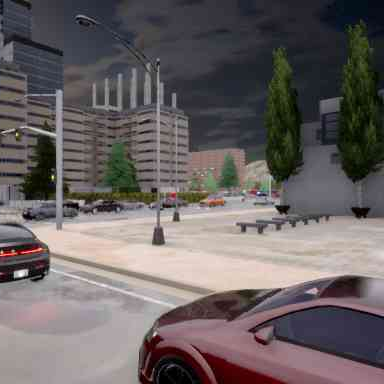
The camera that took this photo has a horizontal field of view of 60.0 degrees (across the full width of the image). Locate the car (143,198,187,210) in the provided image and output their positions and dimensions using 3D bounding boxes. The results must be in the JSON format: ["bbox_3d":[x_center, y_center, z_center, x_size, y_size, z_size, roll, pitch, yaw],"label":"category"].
[{"bbox_3d":[-3.365,1.491,42.281,2.128,1.511,4.902,0,0,40],"label":"car"}]

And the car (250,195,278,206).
[{"bbox_3d":[11.949,1.601,54.645,1.895,1.301,4.718,0,0,40],"label":"car"}]

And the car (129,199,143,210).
[{"bbox_3d":[-8.268,1.601,41.909,1.895,1.301,4.718,0,0,40],"label":"car"}]

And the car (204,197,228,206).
[{"bbox_3d":[4.072,1.564,56.426,1.994,1.385,4.181,0,0,41],"label":"car"}]

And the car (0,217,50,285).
[{"bbox_3d":[-5.535,1.505,8.714,4.892,1.490,1.837,0,0,40],"label":"car"}]

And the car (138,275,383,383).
[{"bbox_3d":[1.446,1.564,3.208,4.181,1.385,1.994,0,0,37],"label":"car"}]

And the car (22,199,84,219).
[{"bbox_3d":[-11.433,1.564,27.028,1.994,1.385,4.181,0,0,40],"label":"car"}]

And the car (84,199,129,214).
[{"bbox_3d":[-9.446,1.505,35.102,1.837,1.490,4.892,0,0,40],"label":"car"}]

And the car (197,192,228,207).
[{"bbox_3d":[3.035,1.352,49.817,2.097,1.767,4.553,0,0,40],"label":"car"}]

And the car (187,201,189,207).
[{"bbox_3d":[-2.402,1.564,48.825,1.994,1.385,4.181,0,0,41],"label":"car"}]

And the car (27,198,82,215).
[{"bbox_3d":[-14.302,1.478,34.783,1.882,1.535,5.008,0,0,40],"label":"car"}]
